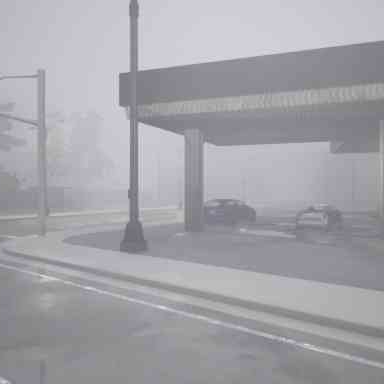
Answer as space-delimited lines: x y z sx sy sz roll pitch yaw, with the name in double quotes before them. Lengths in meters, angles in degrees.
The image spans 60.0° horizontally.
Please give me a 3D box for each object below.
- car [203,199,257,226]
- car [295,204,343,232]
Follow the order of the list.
"car" 2.590 1.295 22.629 2.242 1.667 4.611 0 0 37
"car" 7.664 1.456 19.829 1.970 1.475 3.806 0 0 37
